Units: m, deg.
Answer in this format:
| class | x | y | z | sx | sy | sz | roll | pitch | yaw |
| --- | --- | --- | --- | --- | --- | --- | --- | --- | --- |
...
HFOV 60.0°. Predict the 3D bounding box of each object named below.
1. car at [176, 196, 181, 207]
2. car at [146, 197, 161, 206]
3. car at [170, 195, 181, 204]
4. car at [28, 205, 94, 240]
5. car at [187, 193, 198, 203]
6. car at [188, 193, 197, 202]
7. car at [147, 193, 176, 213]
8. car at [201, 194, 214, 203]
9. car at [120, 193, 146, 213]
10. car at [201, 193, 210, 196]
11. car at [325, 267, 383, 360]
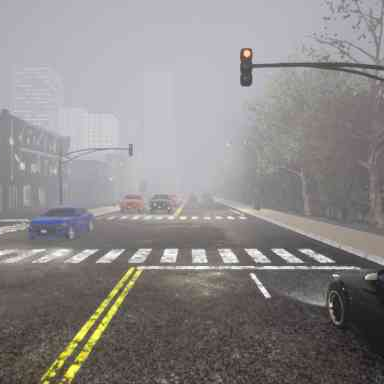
| class | x | y | z | sx | sy | sz | roll | pitch | yaw |
| --- | --- | --- | --- | --- | --- | --- | --- | --- | --- |
| car | -3.289 | 1.205 | 48.470 | 2.150 | 2.045 | 5.566 | 0 | 0 | 1 |
| car | -6.536 | 1.543 | 56.938 | 1.994 | 1.385 | 4.181 | 0 | 0 | 0 |
| car | -3.234 | 1.453 | 65.304 | 1.882 | 1.535 | 5.008 | 0 | 0 | 1 |
| car | -6.585 | 1.474 | 17.264 | 1.882 | 1.535 | 5.008 | 0 | 0 | 0 |
| car | 0.159 | 1.452 | 67.922 | 1.882 | 1.535 | 5.008 | 0 | 0 | 0 |
| car | 0.067 | 1.193 | 78.115 | 2.150 | 2.045 | 5.566 | 0 | 0 | 0 |
| car | -3.320 | 1.210 | 36.629 | 2.150 | 2.045 | 5.566 | 0 | 0 | 0 |
| car | 3.408 | 1.576 | 66.883 | 1.895 | 1.301 | 4.718 | 0 | 0 | 0 |
| car | -6.568 | 1.205 | 37.389 | 2.150 | 2.045 | 5.566 | 0 | 1 | 0 |
| car | 3.316 | 1.194 | 76.863 | 2.150 | 2.045 | 5.566 | 0 | 0 | 0 |
| car | 3.353 | 1.563 | 4.245 | 1.994 | 1.385 | 4.181 | 0 | 0 | 0 |
